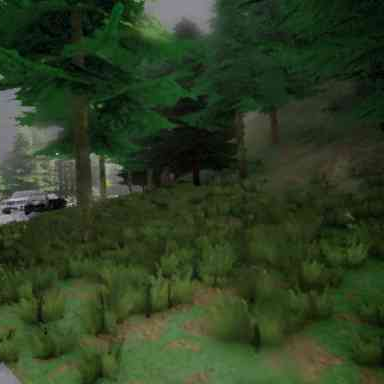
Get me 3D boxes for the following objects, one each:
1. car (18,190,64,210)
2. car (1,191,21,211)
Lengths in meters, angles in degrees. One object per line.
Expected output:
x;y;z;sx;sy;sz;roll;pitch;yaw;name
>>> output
-12.385;0.883;28.385;2.097;1.767;4.553;-4;2;-2;car
-15.879;0.892;31.739;2.150;2.045;5.566;-4;1;-1;car
